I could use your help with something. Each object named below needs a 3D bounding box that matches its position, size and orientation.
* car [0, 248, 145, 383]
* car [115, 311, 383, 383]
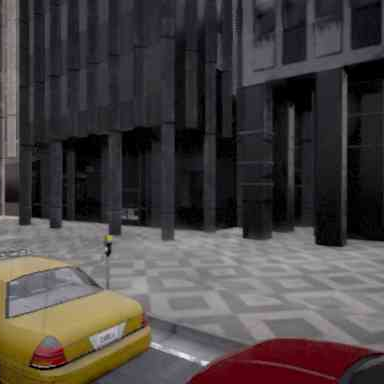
[{"bbox_3d":[-2.794,1.529,4.953,4.829,1.417,1.752,0,0,35],"label":"car"},{"bbox_3d":[1.906,1.544,1.602,4.507,1.381,1.887,0,0,35],"label":"car"}]
